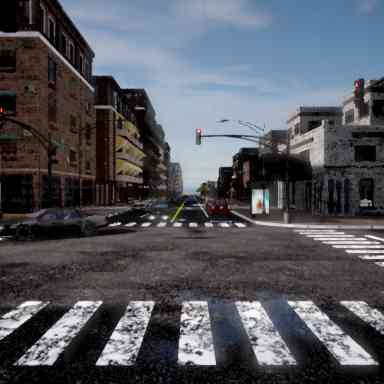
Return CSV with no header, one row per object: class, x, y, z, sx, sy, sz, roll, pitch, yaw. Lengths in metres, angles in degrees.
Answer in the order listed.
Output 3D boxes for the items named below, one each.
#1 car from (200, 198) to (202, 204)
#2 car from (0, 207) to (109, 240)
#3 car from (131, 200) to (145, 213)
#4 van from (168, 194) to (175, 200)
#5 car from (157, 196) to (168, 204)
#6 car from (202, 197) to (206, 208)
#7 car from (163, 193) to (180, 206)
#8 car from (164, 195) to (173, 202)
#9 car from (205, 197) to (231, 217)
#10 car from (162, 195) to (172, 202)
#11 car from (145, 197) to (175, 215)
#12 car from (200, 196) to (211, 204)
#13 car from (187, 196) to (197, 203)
car,2.591,1.571,48.916,2.008,1.369,4.403,0,0,0
car,-7.015,1.513,17.093,5.357,1.411,2.033,0,1,-39
car,-5.767,1.561,37.494,2.008,1.369,4.403,0,0,0
van,-5.879,1.430,94.460,1.690,1.788,3.998,-1,0,0
car,-5.822,1.565,65.807,1.752,1.417,4.829,0,0,0
car,2.602,1.597,43.219,1.802,1.307,4.206,0,0,0
car,-3.185,1.251,55.238,2.150,2.045,5.566,0,0,0
car,-5.855,1.592,82.897,1.752,1.417,4.829,-1,0,0
car,2.623,1.446,31.825,1.967,1.590,4.097,0,0,0
car,-5.846,1.497,77.370,1.967,1.590,4.097,0,0,0
car,-3.165,1.554,33.707,2.033,1.411,5.357,0,0,0
car,2.559,1.591,66.006,2.008,1.369,4.403,-1,0,0
car,-0.045,1.593,70.279,2.033,1.411,5.357,0,0,0
